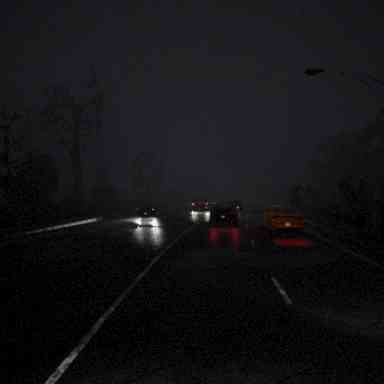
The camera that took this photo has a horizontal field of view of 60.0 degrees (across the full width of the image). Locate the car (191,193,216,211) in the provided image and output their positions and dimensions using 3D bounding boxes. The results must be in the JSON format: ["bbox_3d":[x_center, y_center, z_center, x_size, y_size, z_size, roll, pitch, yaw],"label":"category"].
[{"bbox_3d":[1.219,1.359,39.597,2.097,1.767,4.553,0,0,11],"label":"car"}]

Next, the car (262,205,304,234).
[{"bbox_3d":[5.205,1.497,19.393,1.882,1.535,5.008,0,0,7],"label":"car"}]

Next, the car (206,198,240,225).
[{"bbox_3d":[2.413,1.489,24.543,1.882,1.535,5.008,0,0,8],"label":"car"}]

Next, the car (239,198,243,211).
[{"bbox_3d":[5.339,1.515,41.519,2.128,1.511,4.902,0,0,10],"label":"car"}]

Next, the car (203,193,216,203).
[{"bbox_3d":[3.839,1.204,72.161,2.150,2.045,5.566,0,0,11],"label":"car"}]

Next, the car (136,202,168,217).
[{"bbox_3d":[-3.755,1.590,31.689,1.895,1.301,4.718,0,0,10],"label":"car"}]
